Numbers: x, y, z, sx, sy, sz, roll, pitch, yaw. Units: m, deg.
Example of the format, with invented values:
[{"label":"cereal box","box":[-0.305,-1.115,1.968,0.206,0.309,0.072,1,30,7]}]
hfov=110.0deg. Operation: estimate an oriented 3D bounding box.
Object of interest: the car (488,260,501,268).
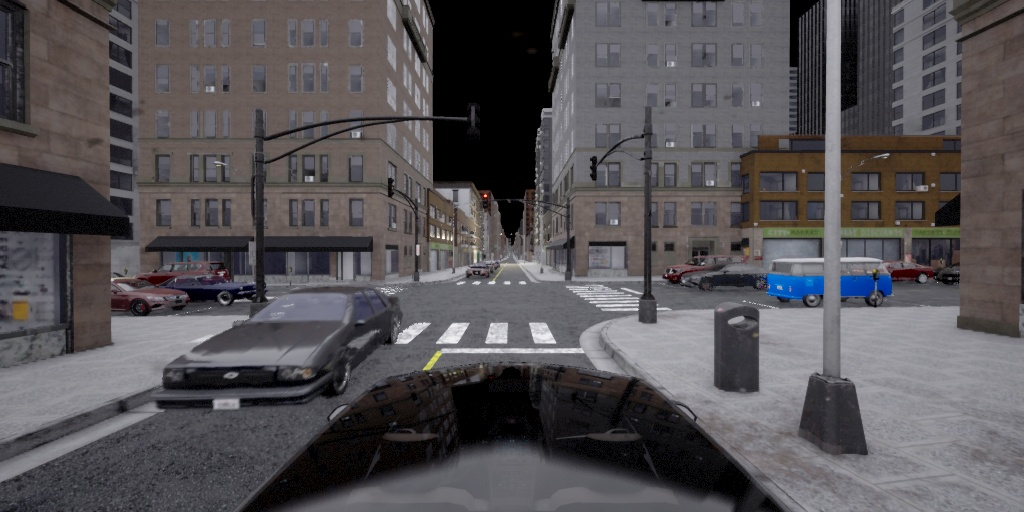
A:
[{"label":"car","box":[-3.055,1.352,61.801,1.994,1.385,4.181,0,0,1]}]

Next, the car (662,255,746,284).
[{"label":"car","box":[12.097,0.871,22.286,5.009,1.841,2.192,0,0,0]}]

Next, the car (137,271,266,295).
[{"label":"car","box":[-13.954,1.517,16.360,4.718,1.301,1.895,-1,0,0]}]

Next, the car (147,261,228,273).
[{"label":"car","box":[-20.344,1.269,22.207,5.009,1.841,2.192,0,0,0]}]

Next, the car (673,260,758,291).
[{"label":"car","box":[11.733,1.105,19.620,4.674,1.442,1.812,-1,0,0]}]

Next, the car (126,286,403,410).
[{"label":"car","box":[-3.452,1.296,6.734,2.033,1.411,5.357,0,0,-4]}]

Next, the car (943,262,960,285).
[{"label":"car","box":[26.401,0.900,19.651,4.892,1.490,1.837,-2,0,0]}]

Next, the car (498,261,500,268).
[{"label":"car","box":[-3.080,1.298,51.755,1.812,1.442,4.674,0,0,0]}]

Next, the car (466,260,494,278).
[{"label":"car","box":[-3.085,1.318,33.636,1.994,1.385,4.181,0,0,1]}]

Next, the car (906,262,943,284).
[{"label":"car","box":[23.314,0.964,22.313,4.507,1.381,1.888,0,0,0]}]

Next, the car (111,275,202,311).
[{"label":"car","box":[-14.818,1.527,13.695,4.207,1.307,1.802,0,0,0]}]

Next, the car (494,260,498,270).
[{"label":"car","box":[-3.092,1.253,42.622,2.128,1.511,4.902,0,0,0]}]

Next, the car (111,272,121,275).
[{"label":"car","box":[-26.019,1.550,22.193,4.829,1.417,1.751,0,0,0]}]

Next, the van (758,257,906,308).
[{"label":"van","box":[12.118,0.957,13.761,3.998,1.789,1.690,0,0,0]}]
